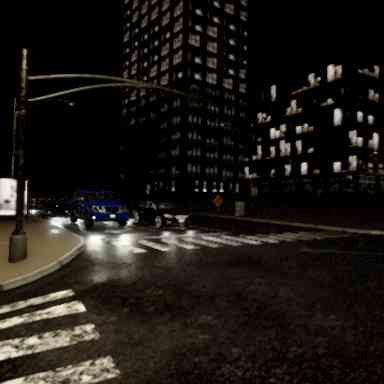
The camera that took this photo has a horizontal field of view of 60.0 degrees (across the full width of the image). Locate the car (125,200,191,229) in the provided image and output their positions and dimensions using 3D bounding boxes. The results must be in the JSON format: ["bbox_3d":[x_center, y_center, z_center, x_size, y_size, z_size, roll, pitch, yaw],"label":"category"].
[{"bbox_3d":[-1.879,1.252,19.816,2.128,1.511,4.902,2,-1,-33],"label":"car"}]

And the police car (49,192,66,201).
[{"bbox_3d":[-28.576,0.970,70.720,1.930,1.638,5.238,2,-1,-38],"label":"police car"}]

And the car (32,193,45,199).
[{"bbox_3d":[-38.574,0.946,83.263,1.812,1.442,4.674,2,-1,-39],"label":"car"}]

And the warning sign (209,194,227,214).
[{"bbox_3d":[2.385,1.091,30.624,1.300,1.860,1.060,1,-1,-33],"label":"warning sign"}]

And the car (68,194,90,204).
[{"bbox_3d":[-19.463,1.131,57.048,2.128,1.511,4.902,2,-1,-36],"label":"car"}]

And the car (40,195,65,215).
[{"bbox_3d":[-10.970,1.179,27.749,1.895,1.301,4.718,2,-1,-34],"label":"car"}]

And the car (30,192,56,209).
[{"bbox_3d":[-16.664,0.852,36.157,2.097,1.767,4.553,2,-1,-35],"label":"car"}]

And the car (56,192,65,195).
[{"bbox_3d":[-18.926,1.054,45.145,1.812,1.442,4.674,2,0,-37],"label":"car"}]

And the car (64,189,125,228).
[{"bbox_3d":[-5.596,0.876,19.591,2.150,2.045,5.566,2,-1,-33],"label":"car"}]

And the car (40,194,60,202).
[{"bbox_3d":[-25.748,1.049,60.189,2.033,1.411,5.357,2,-1,-37],"label":"car"}]

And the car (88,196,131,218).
[{"bbox_3d":[-6.958,1.166,27.591,1.882,1.535,5.008,2,-1,-33],"label":"car"}]

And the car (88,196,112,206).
[{"bbox_3d":[-13.558,1.279,48.942,1.994,1.385,4.181,2,-1,-35],"label":"car"}]

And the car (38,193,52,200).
[{"bbox_3d":[-34.762,0.945,78.557,1.882,1.535,5.008,2,-1,-39],"label":"car"}]
